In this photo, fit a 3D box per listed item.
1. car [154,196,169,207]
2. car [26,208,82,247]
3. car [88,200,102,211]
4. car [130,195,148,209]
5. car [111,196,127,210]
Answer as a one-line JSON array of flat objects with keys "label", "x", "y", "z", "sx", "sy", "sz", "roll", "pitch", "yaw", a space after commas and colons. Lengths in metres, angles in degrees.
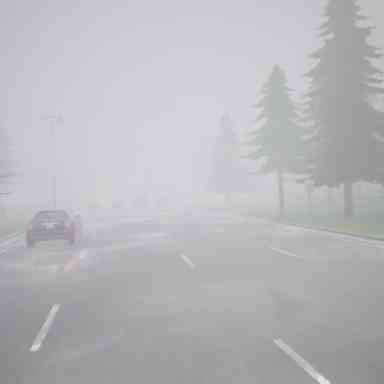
[{"label": "car", "x": -5.074, "y": 1.522, "z": 54.893, "sx": 2.097, "sy": 1.767, "sz": 4.553, "roll": -2, "pitch": 0, "yaw": -13}, {"label": "car", "x": -6.911, "y": 1.608, "z": 17.108, "sx": 2.097, "sy": 1.767, "sz": 4.553, "roll": -2, "pitch": 0, "yaw": -13}, {"label": "car", "x": -15.121, "y": 2.033, "z": 51.826, "sx": 1.882, "sy": 1.535, "sz": 5.008, "roll": -2, "pitch": 0, "yaw": -13}, {"label": "car", "x": -8.226, "y": 1.513, "z": 52.993, "sx": 2.150, "sy": 2.045, "sz": 5.566, "roll": -2, "pitch": 0, "yaw": -13}, {"label": "car", "x": -11.733, "y": 1.903, "z": 52.680, "sx": 1.882, "sy": 1.535, "sz": 5.008, "roll": -2, "pitch": 0, "yaw": -13}]
